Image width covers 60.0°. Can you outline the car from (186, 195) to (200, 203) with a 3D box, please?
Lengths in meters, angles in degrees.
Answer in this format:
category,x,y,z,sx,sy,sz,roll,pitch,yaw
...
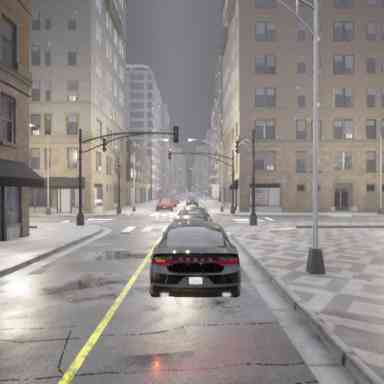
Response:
category,x,y,z,sx,sy,sz,roll,pitch,yaw
car,0.012,1.584,54.903,1.895,1.301,4.718,0,0,0

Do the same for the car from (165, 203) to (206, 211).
category,x,y,z,sx,sy,sz,roll,pitch,yaw
car,0.081,1.542,18.392,2.033,1.411,5.357,0,0,6

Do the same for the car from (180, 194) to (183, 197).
category,x,y,z,sx,sy,sz,roll,pitch,yaw
car,-3.155,1.487,59.666,1.837,1.490,4.892,0,0,0

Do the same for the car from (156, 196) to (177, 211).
category,x,y,z,sx,sy,sz,roll,pitch,yaw
car,-3.156,1.465,39.761,1.882,1.535,5.008,0,0,-1

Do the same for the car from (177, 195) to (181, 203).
category,x,y,z,sx,sy,sz,roll,pitch,yaw
car,-3.139,1.532,49.492,2.033,1.411,5.357,0,0,0

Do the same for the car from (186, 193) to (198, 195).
category,x,y,z,sx,sy,sz,roll,pitch,yaw
car,-0.130,1.503,80.893,1.812,1.442,4.674,0,0,0

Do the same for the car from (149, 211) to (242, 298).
category,x,y,z,sx,sy,sz,roll,pitch,yaw
car,0.063,1.475,8.582,1.882,1.535,5.008,0,0,0
